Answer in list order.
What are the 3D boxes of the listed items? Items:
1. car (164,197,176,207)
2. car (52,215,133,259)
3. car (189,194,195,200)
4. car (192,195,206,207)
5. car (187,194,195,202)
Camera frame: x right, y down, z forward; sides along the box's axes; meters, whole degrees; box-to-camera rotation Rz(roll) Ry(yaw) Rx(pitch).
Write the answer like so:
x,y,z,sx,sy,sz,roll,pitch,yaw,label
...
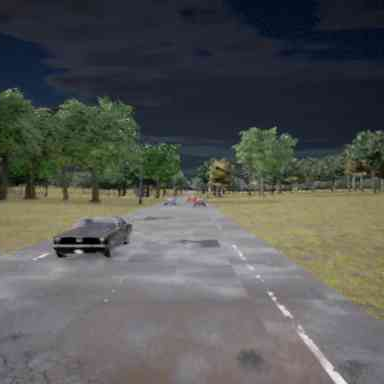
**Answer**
x,y,z,sx,sy,sz,roll,pitch,yaw,label
-3.526,1.563,53.916,1.812,1.442,4.674,0,0,1,car
-3.592,1.606,12.812,1.895,1.301,4.718,0,0,0,car
0.011,1.410,90.217,1.812,1.442,4.674,0,0,0,car
1.231,1.563,51.401,1.812,1.442,4.674,0,0,0,car
0.009,1.270,71.987,2.097,1.767,4.553,0,0,0,car
